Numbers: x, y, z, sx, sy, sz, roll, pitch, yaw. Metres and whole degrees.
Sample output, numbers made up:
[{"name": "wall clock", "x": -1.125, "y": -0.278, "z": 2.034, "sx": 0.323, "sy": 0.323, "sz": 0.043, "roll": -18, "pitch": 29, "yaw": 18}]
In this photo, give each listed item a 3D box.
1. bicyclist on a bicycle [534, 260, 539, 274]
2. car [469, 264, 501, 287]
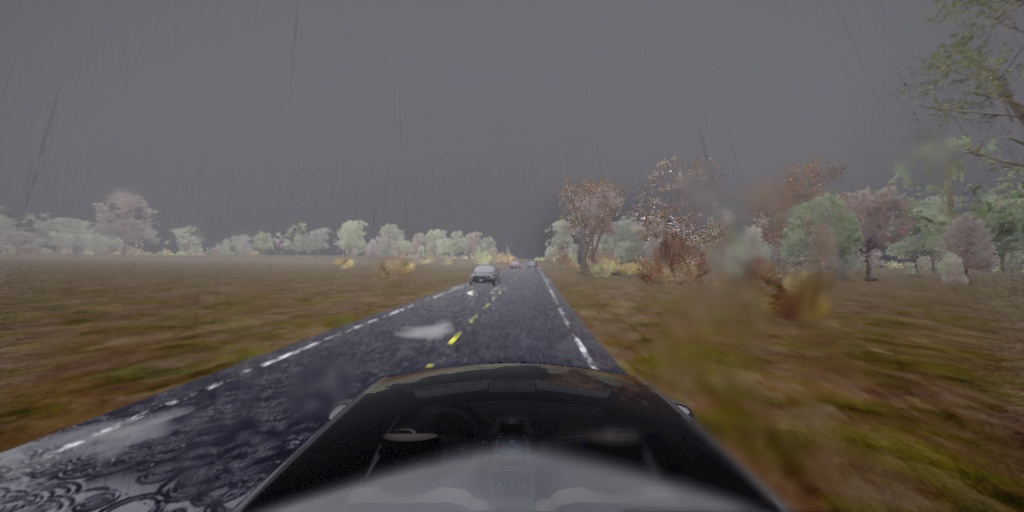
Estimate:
[{"name": "bicyclist on a bicycle", "x": 3.275, "y": 1.562, "z": 47.802, "sx": 0.582, "sy": 1.620, "sz": 1.656, "roll": 1, "pitch": -1, "yaw": 3}, {"name": "car", "x": -1.936, "y": 1.371, "z": 26.639, "sx": 1.882, "sy": 1.535, "sz": 5.008, "roll": 1, "pitch": 0, "yaw": 4}]
